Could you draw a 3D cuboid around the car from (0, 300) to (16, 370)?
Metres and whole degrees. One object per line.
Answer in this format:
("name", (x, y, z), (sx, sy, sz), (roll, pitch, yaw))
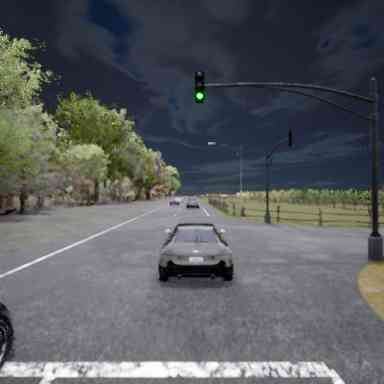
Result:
("car", (-3.398, 1.585, 2.853), (1.994, 1.385, 4.181), (0, 0, 0))

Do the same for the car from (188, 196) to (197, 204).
("car", (0.028, 1.889, 80.014), (2.097, 1.767, 4.553), (0, 0, 0))

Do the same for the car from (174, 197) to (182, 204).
("car", (-3.471, 2.067, 81.464), (1.812, 1.442, 4.674), (0, 0, 0))

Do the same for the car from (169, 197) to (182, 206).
("car", (-3.452, 2.044, 65.989), (1.895, 1.301, 4.718), (0, 0, 0))

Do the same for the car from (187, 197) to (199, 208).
("car", (0.119, 1.933, 54.840), (1.994, 1.385, 4.181), (0, 0, 0))

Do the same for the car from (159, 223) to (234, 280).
("car", (0.104, 1.636, 10.175), (1.994, 1.385, 4.181), (0, 0, 0))
